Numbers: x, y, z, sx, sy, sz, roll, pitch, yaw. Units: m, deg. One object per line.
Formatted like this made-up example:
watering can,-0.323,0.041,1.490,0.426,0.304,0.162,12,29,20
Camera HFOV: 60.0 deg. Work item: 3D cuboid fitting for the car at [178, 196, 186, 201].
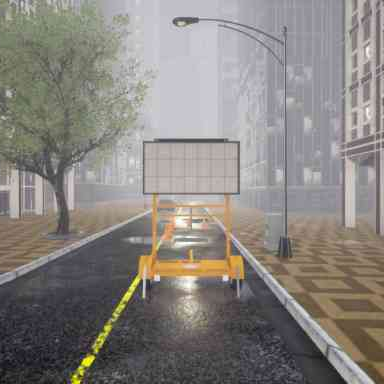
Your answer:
car,-2.583,1.691,87.115,1.812,1.442,4.674,0,0,3

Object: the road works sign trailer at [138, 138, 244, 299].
road works sign trailer,-0.019,0.464,8.414,2.380,3.560,2.880,0,0,0

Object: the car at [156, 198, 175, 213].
car,-2.938,1.503,37.597,1.882,1.535,5.008,0,0,0
